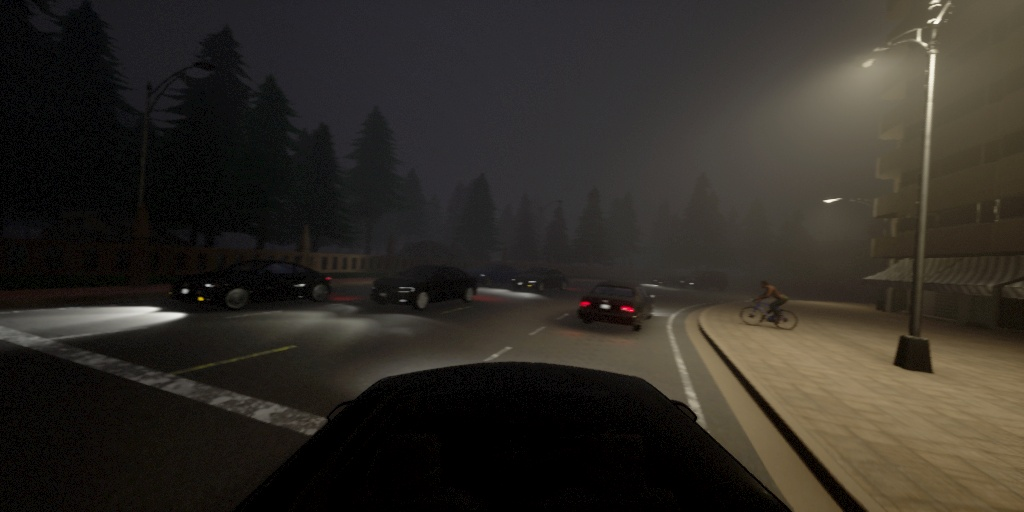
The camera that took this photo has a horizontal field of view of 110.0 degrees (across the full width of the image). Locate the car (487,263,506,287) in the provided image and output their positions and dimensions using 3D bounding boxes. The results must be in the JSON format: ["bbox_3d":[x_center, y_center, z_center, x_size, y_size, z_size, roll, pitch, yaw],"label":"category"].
[{"bbox_3d":[-1.293,1.233,24.667,1.882,1.535,5.008,3,0,36],"label":"car"}]

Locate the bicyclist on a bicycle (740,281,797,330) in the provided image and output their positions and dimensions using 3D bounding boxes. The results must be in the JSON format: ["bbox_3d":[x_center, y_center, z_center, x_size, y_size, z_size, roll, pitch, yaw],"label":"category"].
[{"bbox_3d":[8.928,1.694,12.460,1.656,1.620,0.582,4,0,27],"label":"bicyclist on a bicycle"}]

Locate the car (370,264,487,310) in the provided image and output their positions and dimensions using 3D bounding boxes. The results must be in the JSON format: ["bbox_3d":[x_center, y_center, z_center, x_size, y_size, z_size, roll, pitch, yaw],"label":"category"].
[{"bbox_3d":[-3.150,1.062,13.890,1.882,1.535,5.008,4,0,24],"label":"car"}]

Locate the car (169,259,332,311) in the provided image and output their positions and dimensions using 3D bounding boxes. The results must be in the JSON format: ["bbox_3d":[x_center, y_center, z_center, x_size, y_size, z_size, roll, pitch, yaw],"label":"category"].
[{"bbox_3d":[-7.962,0.813,11.418,1.994,1.385,4.181,4,0,23],"label":"car"}]

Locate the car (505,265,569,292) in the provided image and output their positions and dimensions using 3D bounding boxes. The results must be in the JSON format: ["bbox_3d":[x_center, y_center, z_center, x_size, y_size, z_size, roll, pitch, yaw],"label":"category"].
[{"bbox_3d":[1.944,1.470,23.257,1.837,1.490,4.892,4,1,37],"label":"car"}]

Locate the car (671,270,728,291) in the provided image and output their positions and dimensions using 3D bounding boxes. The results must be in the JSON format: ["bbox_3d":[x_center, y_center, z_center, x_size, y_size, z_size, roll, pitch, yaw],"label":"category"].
[{"bbox_3d":[19.774,2.457,37.143,5.566,2.045,2.150,4,0,-21],"label":"car"}]

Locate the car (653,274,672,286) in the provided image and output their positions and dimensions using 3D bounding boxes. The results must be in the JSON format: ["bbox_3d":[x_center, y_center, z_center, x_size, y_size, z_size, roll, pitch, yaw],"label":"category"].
[{"bbox_3d":[17.513,2.655,39.947,4.181,1.385,1.994,4,0,-23],"label":"car"}]

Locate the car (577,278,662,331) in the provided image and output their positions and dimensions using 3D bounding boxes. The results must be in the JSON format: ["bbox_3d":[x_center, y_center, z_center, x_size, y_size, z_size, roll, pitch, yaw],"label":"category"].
[{"bbox_3d":[3.819,1.597,12.606,2.033,1.411,5.357,4,0,27],"label":"car"}]
